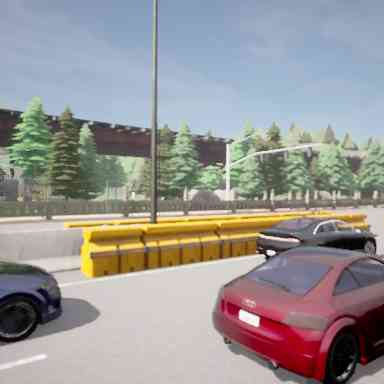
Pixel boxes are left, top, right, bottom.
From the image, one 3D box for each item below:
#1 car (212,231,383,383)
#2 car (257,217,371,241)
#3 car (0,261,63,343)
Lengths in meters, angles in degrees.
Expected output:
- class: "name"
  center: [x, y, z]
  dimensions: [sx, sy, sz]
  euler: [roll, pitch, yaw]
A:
- class: "car"
  center: [2.367, 1.608, 5.446]
  dimensions: [4.181, 1.385, 1.994]
  euler: [1, 0, -35]
- class: "car"
  center: [4.283, 1.581, 11.117]
  dimensions: [4.902, 1.511, 2.128]
  euler: [0, 0, -36]
- class: "car"
  center: [-4.213, 1.559, 5.038]
  dimensions: [4.181, 1.385, 1.994]
  euler: [1, 0, -36]
